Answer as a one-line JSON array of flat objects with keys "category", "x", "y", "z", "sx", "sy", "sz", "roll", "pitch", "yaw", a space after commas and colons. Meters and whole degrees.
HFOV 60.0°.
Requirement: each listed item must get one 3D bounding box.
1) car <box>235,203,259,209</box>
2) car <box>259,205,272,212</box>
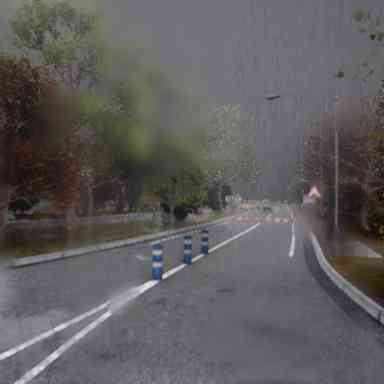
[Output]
[{"category": "car", "x": 15.392, "y": 4.176, "z": 93.095, "sx": 5.366, "sy": 1.575, "sz": 1.946, "roll": 0, "pitch": -3, "yaw": 16}, {"category": "car", "x": 15.696, "y": 3.419, "z": 69.574, "sx": 1.895, "sy": 1.301, "sz": 4.718, "roll": 0, "pitch": -2, "yaw": 16}]
